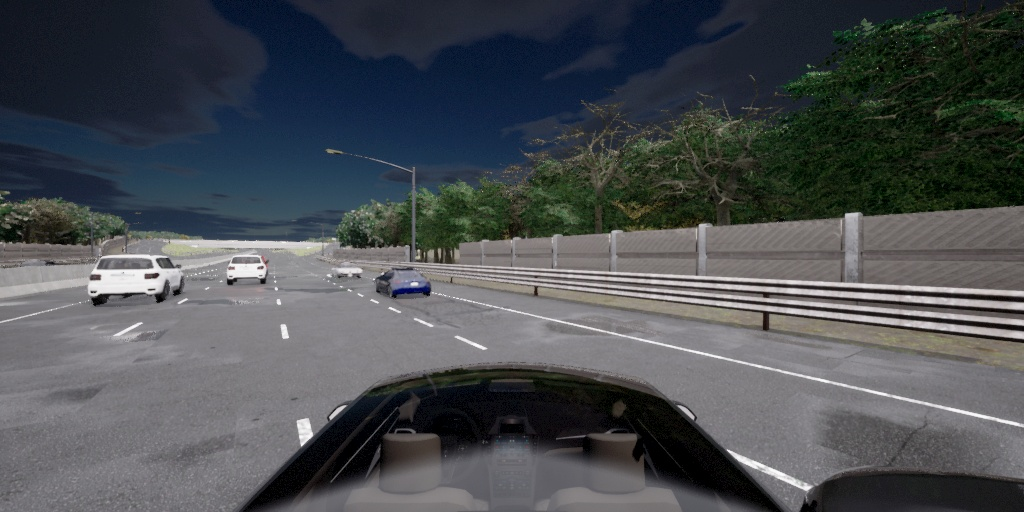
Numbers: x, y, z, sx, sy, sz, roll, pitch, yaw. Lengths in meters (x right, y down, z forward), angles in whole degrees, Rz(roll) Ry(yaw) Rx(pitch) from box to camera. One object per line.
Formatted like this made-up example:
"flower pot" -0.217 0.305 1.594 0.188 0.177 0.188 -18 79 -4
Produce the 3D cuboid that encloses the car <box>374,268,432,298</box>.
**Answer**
"car" -5.752 1.310 18.644 1.994 1.385 4.181 0 0 -34

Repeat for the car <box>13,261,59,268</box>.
"car" -46.508 1.215 35.133 1.837 1.490 4.892 0 0 -33

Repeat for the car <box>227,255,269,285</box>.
"car" -19.274 0.957 26.201 2.150 2.045 5.566 0 0 -34

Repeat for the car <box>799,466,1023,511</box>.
"car" 2.985 1.315 0.453 4.181 1.385 1.994 0 0 34

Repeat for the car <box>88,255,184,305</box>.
"car" -16.910 0.967 16.410 2.150 2.045 5.566 0 0 -34

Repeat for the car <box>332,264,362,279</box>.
"car" -15.055 1.334 32.477 1.895 1.301 4.718 0 0 -34
